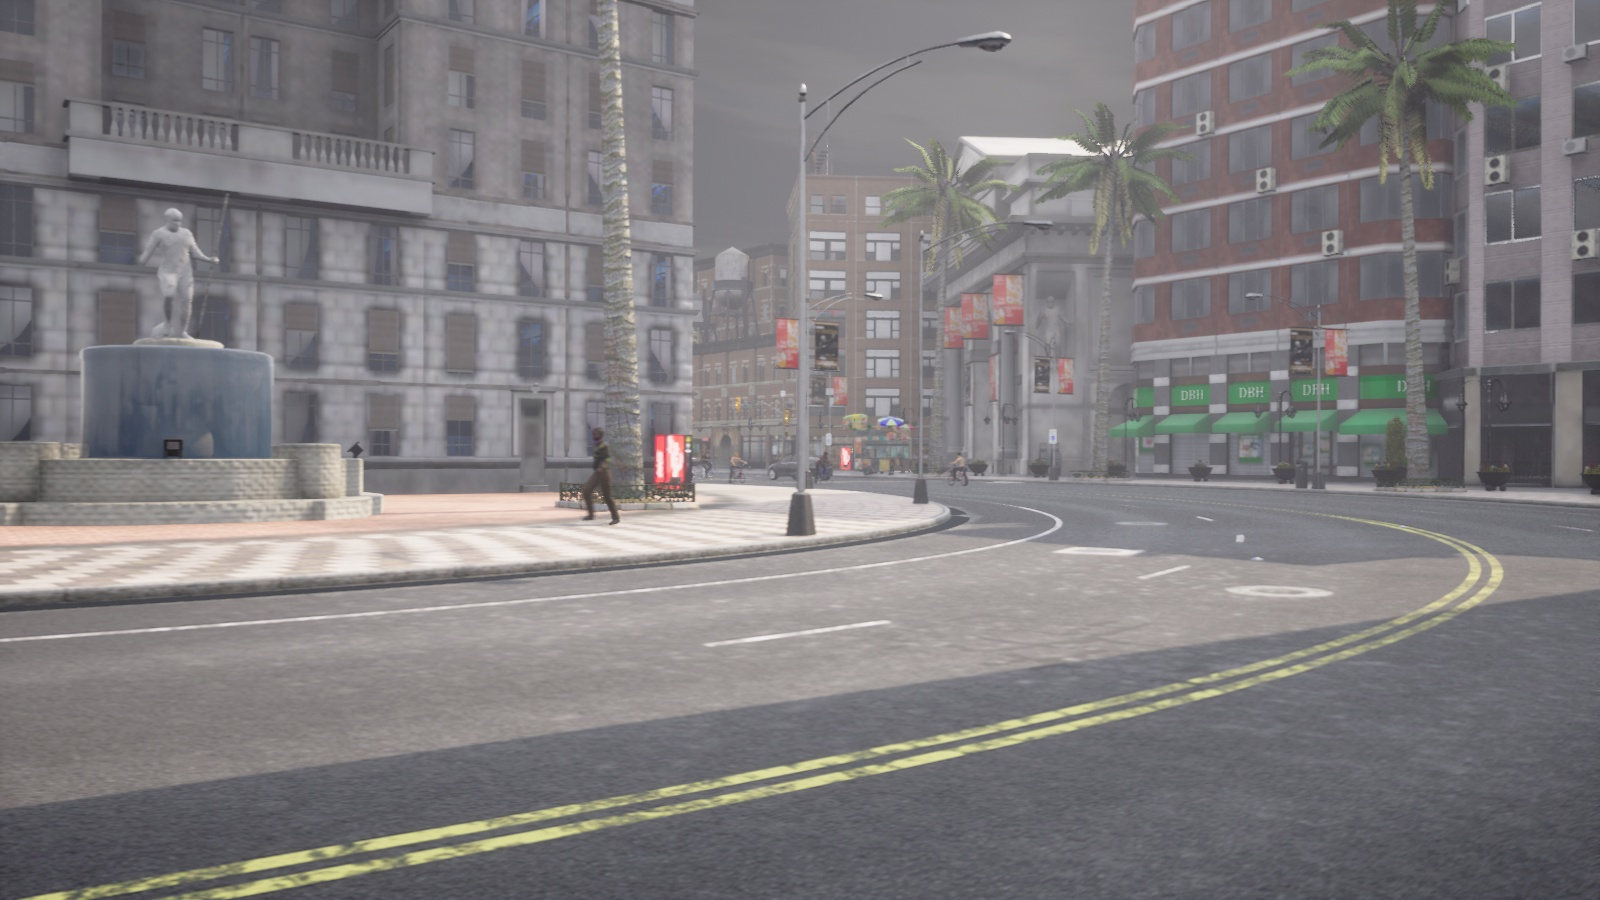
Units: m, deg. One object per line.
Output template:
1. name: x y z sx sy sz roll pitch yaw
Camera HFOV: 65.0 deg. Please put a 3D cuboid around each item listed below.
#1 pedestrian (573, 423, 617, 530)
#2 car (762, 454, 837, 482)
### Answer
1. pedestrian: -3.794 0.483 23.236 0.692 1.930 0.395 0 0 -43
2. car: -0.061 0.991 71.090 1.837 1.490 4.892 0 0 -34
